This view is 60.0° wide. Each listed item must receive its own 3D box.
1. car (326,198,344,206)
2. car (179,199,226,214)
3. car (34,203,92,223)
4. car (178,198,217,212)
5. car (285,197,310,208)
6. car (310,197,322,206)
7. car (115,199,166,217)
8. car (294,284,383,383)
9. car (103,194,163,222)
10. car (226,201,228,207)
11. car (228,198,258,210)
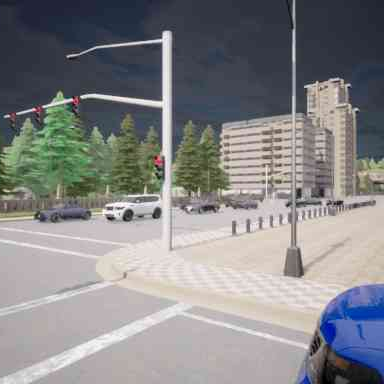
[{"bbox_3d":[23.118,1.600,53.629,1.895,1.301,4.718,0,0,36],"label":"car"},{"bbox_3d":[1.150,1.491,35.228,2.128,1.511,4.902,0,0,36],"label":"car"},{"bbox_3d":[-9.911,1.564,25.758,1.994,1.385,4.181,0,0,36],"label":"car"},{"bbox_3d":[0.734,1.547,40.671,2.033,1.411,5.357,0,0,36],"label":"car"},{"bbox_3d":[15.218,1.601,48.585,1.895,1.301,4.718,0,0,35],"label":"car"},{"bbox_3d":[20.267,1.564,55.659,1.994,1.385,4.181,0,0,36],"label":"car"},{"bbox_3d":[-4.945,1.491,32.716,2.128,1.511,4.902,0,0,35],"label":"car"},{"bbox_3d":[3.376,1.222,1.557,5.566,2.045,2.150,0,0,36],"label":"car"},{"bbox_3d":[-4.618,1.221,27.150,2.150,2.045,5.566,0,0,36],"label":"car"},{"bbox_3d":[6.562,1.564,48.777,1.994,1.385,4.181,0,0,36],"label":"car"},{"bbox_3d":[6.978,1.564,43.368,1.994,1.385,4.181,0,0,36],"label":"car"}]
